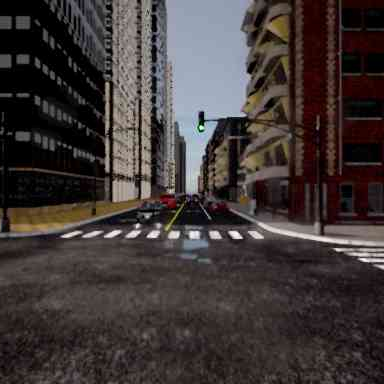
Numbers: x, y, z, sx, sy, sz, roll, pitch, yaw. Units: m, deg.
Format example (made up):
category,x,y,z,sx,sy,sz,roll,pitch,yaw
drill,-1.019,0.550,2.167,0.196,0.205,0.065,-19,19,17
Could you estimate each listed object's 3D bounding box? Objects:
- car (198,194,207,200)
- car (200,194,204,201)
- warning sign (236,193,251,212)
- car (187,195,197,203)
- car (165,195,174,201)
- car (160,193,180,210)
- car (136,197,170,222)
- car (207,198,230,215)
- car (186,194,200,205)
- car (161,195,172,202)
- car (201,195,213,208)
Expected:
category,x,y,z,sx,sy,sz,roll,pitch,yaw
car,2.692,1.330,85.344,1.967,1.590,4.097,0,0,0
car,2.693,1.473,51.452,2.008,1.369,4.403,0,0,0
warning sign,5.066,1.061,33.001,1.300,1.860,1.060,0,0,0
car,0.002,1.387,65.487,1.882,1.535,5.008,0,0,0
car,-5.688,1.435,85.344,1.887,1.381,4.507,0,0,0
car,-3.089,1.148,41.792,2.150,2.045,5.566,0,1,0
car,-3.099,1.445,25.602,2.128,1.511,4.902,0,1,0
car,2.742,1.529,32.887,1.802,1.307,4.206,0,0,0
car,0.002,1.519,55.516,1.895,1.301,4.718,0,0,0
car,-5.688,1.450,74.046,2.008,1.369,4.403,0,0,0
car,2.692,1.481,45.804,2.008,1.369,4.403,0,0,0
